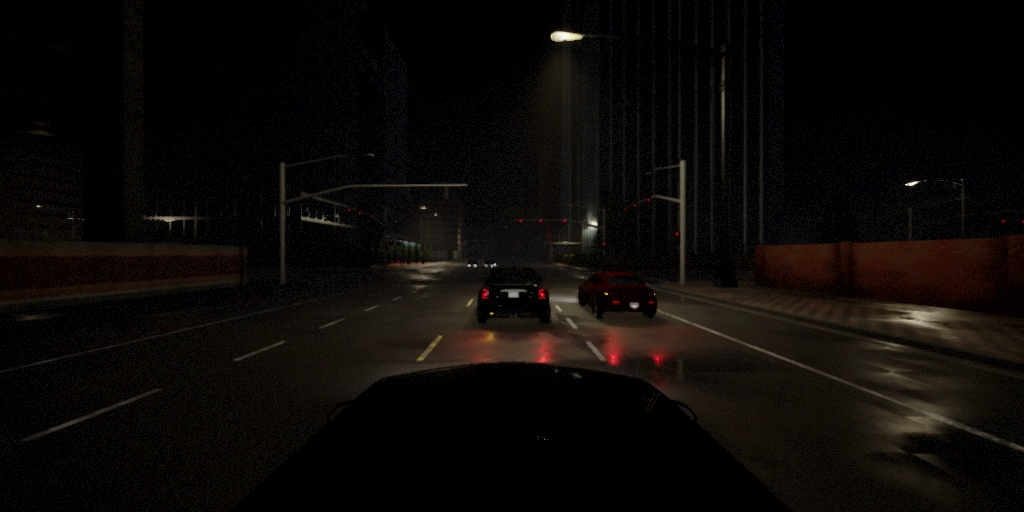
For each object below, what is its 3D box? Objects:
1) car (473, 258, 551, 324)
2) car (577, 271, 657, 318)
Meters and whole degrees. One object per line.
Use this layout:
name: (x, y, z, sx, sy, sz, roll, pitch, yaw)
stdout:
car: (0.055, 1.071, 11.970, 2.097, 1.767, 4.553, 0, 0, 0)
car: (3.557, 1.241, 12.693, 1.812, 1.442, 4.674, 0, 0, 0)
